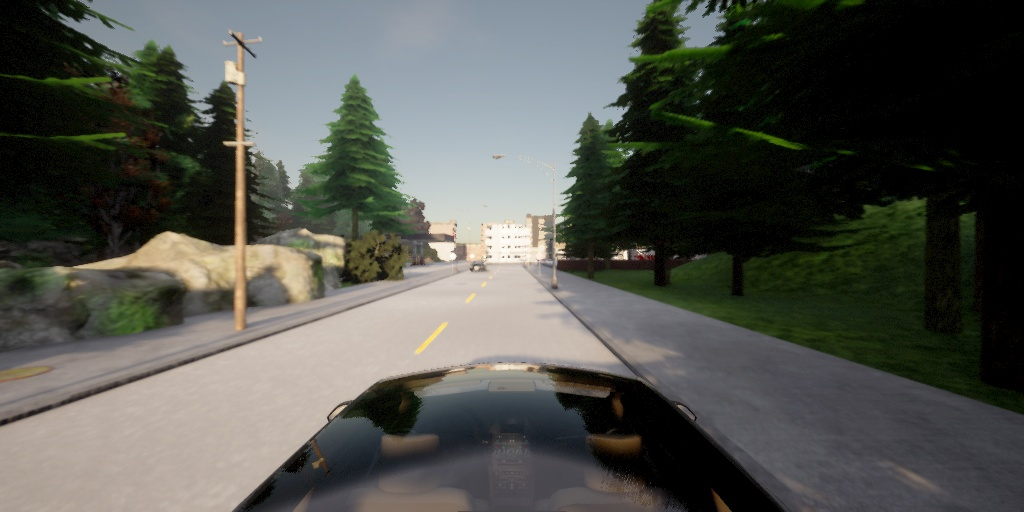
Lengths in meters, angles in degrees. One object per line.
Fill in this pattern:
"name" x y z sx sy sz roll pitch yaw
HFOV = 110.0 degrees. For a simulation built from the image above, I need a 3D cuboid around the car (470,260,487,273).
"car" -4.104 1.245 44.266 2.128 1.511 4.902 0 0 0
